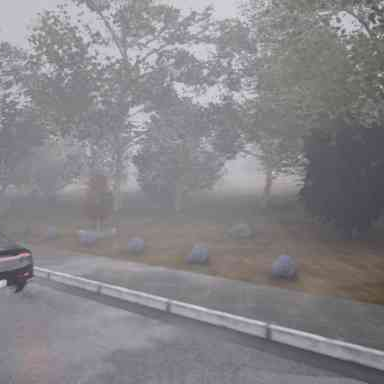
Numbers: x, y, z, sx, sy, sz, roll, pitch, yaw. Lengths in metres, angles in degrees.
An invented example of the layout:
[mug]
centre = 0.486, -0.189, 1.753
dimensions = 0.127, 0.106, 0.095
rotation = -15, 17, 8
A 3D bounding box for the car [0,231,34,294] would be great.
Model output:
[car]
centre = -5.516, 1.479, 7.508
dimensions = 4.902, 1.511, 2.128
rotation = 0, 0, 36
